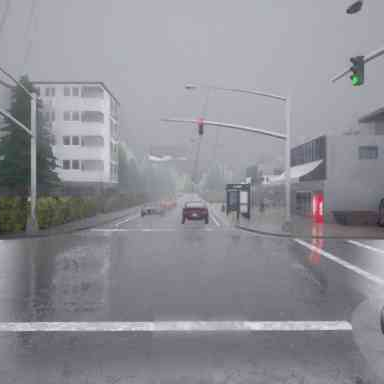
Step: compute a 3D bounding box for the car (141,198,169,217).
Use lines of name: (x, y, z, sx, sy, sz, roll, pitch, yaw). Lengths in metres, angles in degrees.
car: (-3.527, 1.564, 31.031, 1.994, 1.385, 4.181, 0, 0, 0)

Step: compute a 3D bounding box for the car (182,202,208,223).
car: (0.224, 1.476, 25.744, 1.882, 1.535, 5.008, 0, 0, 1)

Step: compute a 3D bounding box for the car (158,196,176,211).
car: (-3.497, 1.352, 40.733, 2.097, 1.767, 4.553, 0, 0, 0)
